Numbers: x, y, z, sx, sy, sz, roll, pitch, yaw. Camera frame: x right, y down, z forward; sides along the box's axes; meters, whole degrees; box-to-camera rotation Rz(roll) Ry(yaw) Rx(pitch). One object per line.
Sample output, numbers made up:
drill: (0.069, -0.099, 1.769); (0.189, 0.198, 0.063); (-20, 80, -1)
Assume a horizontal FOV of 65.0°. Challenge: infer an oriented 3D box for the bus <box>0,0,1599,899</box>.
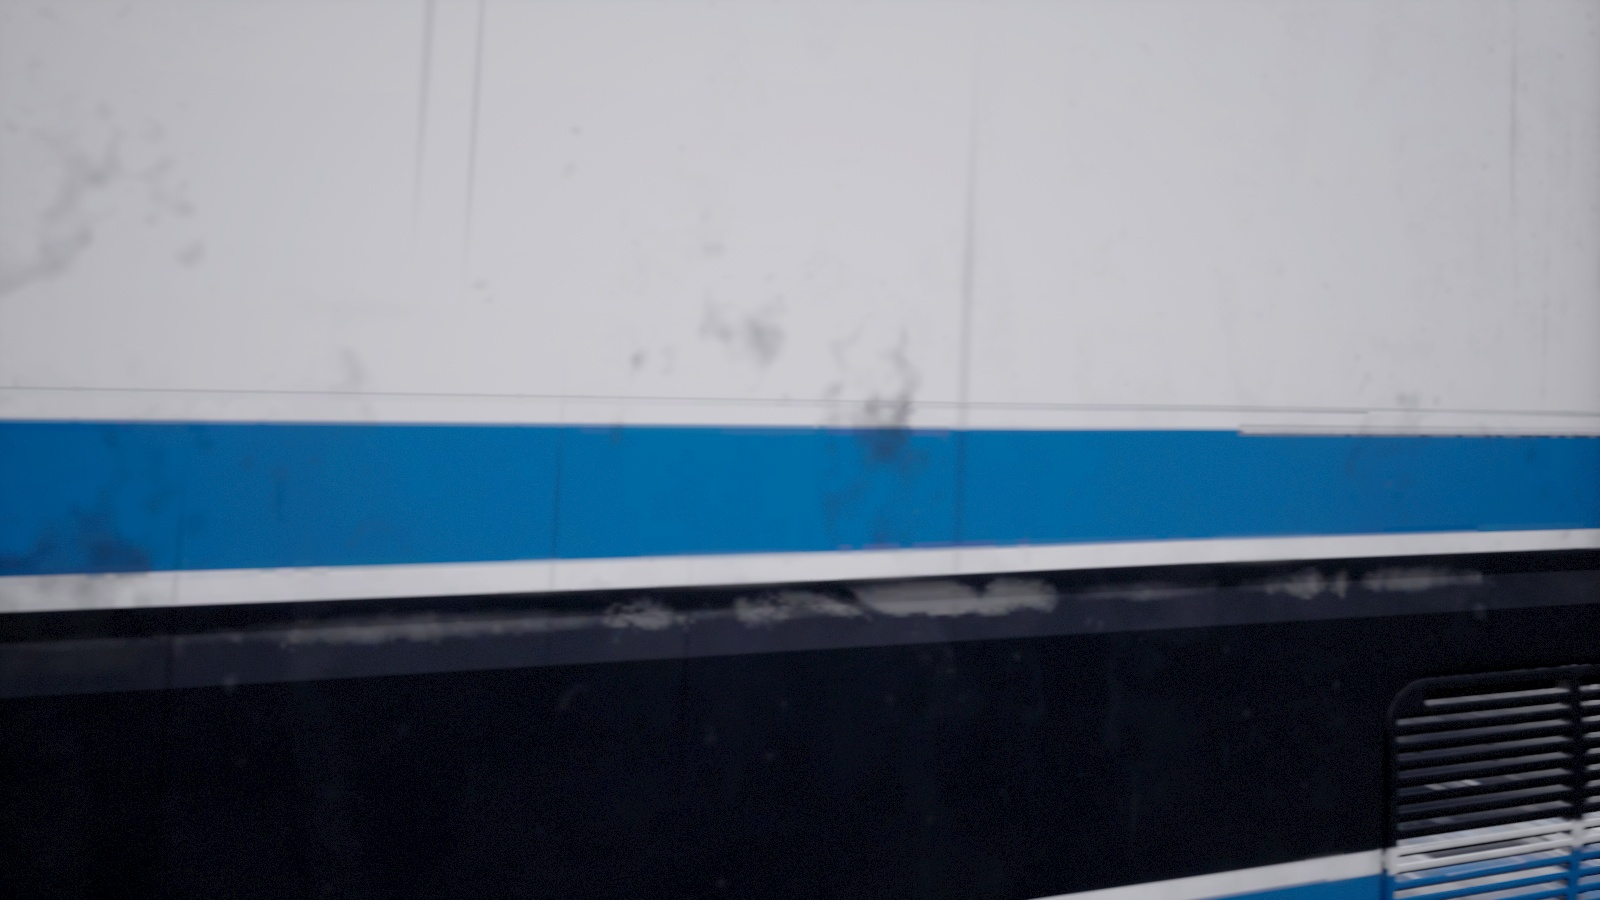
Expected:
bus: (0.163, -0.637, 3.284); (10.273, 4.253, 3.944); (-1, 1, -21)
